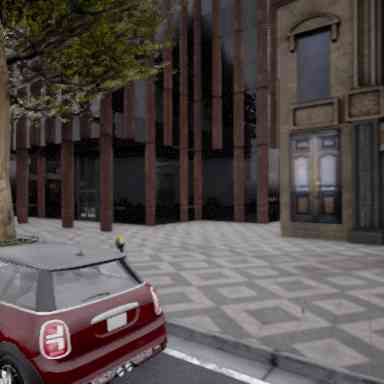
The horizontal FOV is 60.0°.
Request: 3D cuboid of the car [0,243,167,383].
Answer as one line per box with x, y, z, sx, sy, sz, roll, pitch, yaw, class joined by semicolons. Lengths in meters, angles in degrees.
-2.405;1.464;4.797;4.097;1.590;1.967;0;0;36;car
